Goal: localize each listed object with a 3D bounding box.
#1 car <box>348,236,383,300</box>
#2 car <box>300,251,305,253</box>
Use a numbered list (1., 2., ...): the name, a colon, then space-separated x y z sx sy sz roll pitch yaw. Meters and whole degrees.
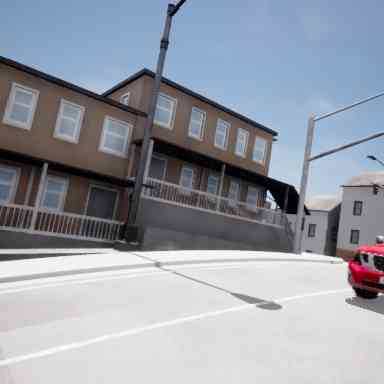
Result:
1. car: 6.336 1.852 8.551 5.566 2.045 2.150 9 -5 -35
2. car: 9.686 6.039 30.382 1.994 1.385 4.181 14 -17 -34
